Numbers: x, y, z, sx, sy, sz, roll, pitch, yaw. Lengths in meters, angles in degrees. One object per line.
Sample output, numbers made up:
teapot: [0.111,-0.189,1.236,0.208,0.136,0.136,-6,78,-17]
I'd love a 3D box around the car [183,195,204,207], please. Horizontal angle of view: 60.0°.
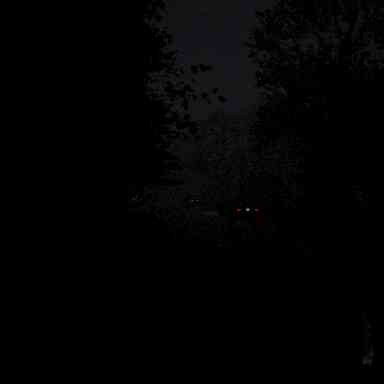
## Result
car: [0.147,1.092,41.365,2.033,1.411,5.357,1,0,-11]

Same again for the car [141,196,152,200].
car: [-12.328,1.608,91.442,1.895,1.301,4.718,2,-2,-44]

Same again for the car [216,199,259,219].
car: [3.354,1.231,25.286,2.033,1.411,5.357,1,1,-11]

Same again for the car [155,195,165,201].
car: [-7.838,1.403,80.848,2.128,1.511,4.902,1,-1,-13]
